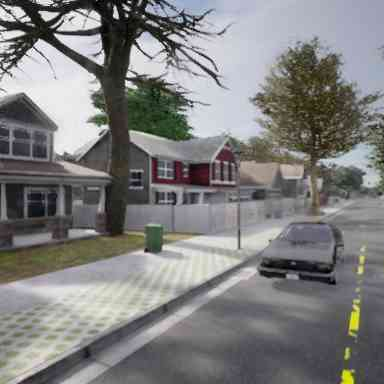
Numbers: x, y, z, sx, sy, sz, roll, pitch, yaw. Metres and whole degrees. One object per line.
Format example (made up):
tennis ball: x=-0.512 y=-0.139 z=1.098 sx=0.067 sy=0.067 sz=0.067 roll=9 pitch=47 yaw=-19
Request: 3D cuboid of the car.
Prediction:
car: x=3.609 y=1.628 z=10.179 sx=2.033 sy=1.411 sz=5.357 roll=-1 pitch=-1 yaw=28
